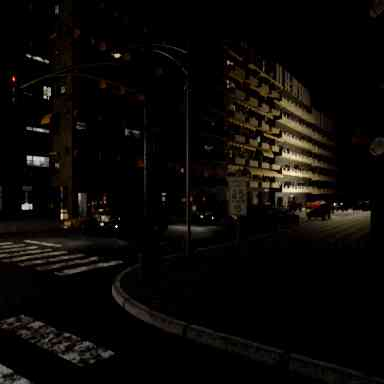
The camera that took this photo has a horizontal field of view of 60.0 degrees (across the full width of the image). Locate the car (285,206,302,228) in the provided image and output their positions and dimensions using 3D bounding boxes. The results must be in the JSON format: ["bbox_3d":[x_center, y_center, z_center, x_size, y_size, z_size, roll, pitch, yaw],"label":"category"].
[{"bbox_3d":[7.253,2.043,26.654,1.887,1.381,4.507,-1,-2,35],"label":"car"}]

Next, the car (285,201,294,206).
[{"bbox_3d":[13.240,2.446,49.819,1.752,1.417,4.829,-1,-2,35],"label":"car"}]

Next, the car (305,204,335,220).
[{"bbox_3d":[13.735,2.284,35.941,1.802,1.307,4.206,-1,-2,35],"label":"car"}]

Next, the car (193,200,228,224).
[{"bbox_3d":[2.367,1.728,29.693,2.150,2.045,5.566,0,-1,34],"label":"car"}]

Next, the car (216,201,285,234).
[{"bbox_3d":[4.010,1.711,22.016,2.192,1.841,5.009,-1,-2,35],"label":"car"}]

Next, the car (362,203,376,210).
[{"bbox_3d":[36.424,2.971,68.451,1.947,1.339,4.313,-1,-2,35],"label":"car"}]

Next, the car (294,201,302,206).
[{"bbox_3d":[16.578,2.340,54.608,2.192,1.841,5.009,-1,-2,35],"label":"car"}]

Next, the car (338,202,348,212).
[{"bbox_3d":[25.302,2.626,56.973,2.128,1.511,4.902,0,-1,35],"label":"car"}]

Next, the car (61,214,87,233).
[{"bbox_3d":[-6.208,1.834,21.952,1.752,1.417,4.829,-1,-2,35],"label":"car"}]

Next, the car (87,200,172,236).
[{"bbox_3d":[-3.543,1.541,21.224,2.150,2.045,5.566,0,-1,35],"label":"car"}]

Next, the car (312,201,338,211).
[{"bbox_3d":[19.421,2.456,48.536,1.837,1.490,4.892,0,-1,35],"label":"car"}]

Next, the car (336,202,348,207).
[{"bbox_3d":[39.270,3.282,87.114,1.947,1.339,4.313,-1,-2,35],"label":"car"}]

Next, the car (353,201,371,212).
[{"bbox_3d":[29.939,2.522,59.169,2.192,1.841,5.009,-1,-2,35],"label":"car"}]

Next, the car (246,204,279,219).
[{"bbox_3d":[8.094,2.191,37.874,1.837,1.490,4.892,0,-1,35],"label":"car"}]

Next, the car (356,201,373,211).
[{"bbox_3d":[33.181,2.622,63.814,2.192,1.841,5.009,-1,-2,35],"label":"car"}]

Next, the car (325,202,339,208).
[{"bbox_3d":[32.786,3.067,77.824,1.887,1.381,4.507,-1,-2,35],"label":"car"}]

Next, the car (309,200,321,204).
[{"bbox_3d":[23.062,2.771,63.892,1.887,1.381,4.507,-1,-2,35],"label":"car"}]
